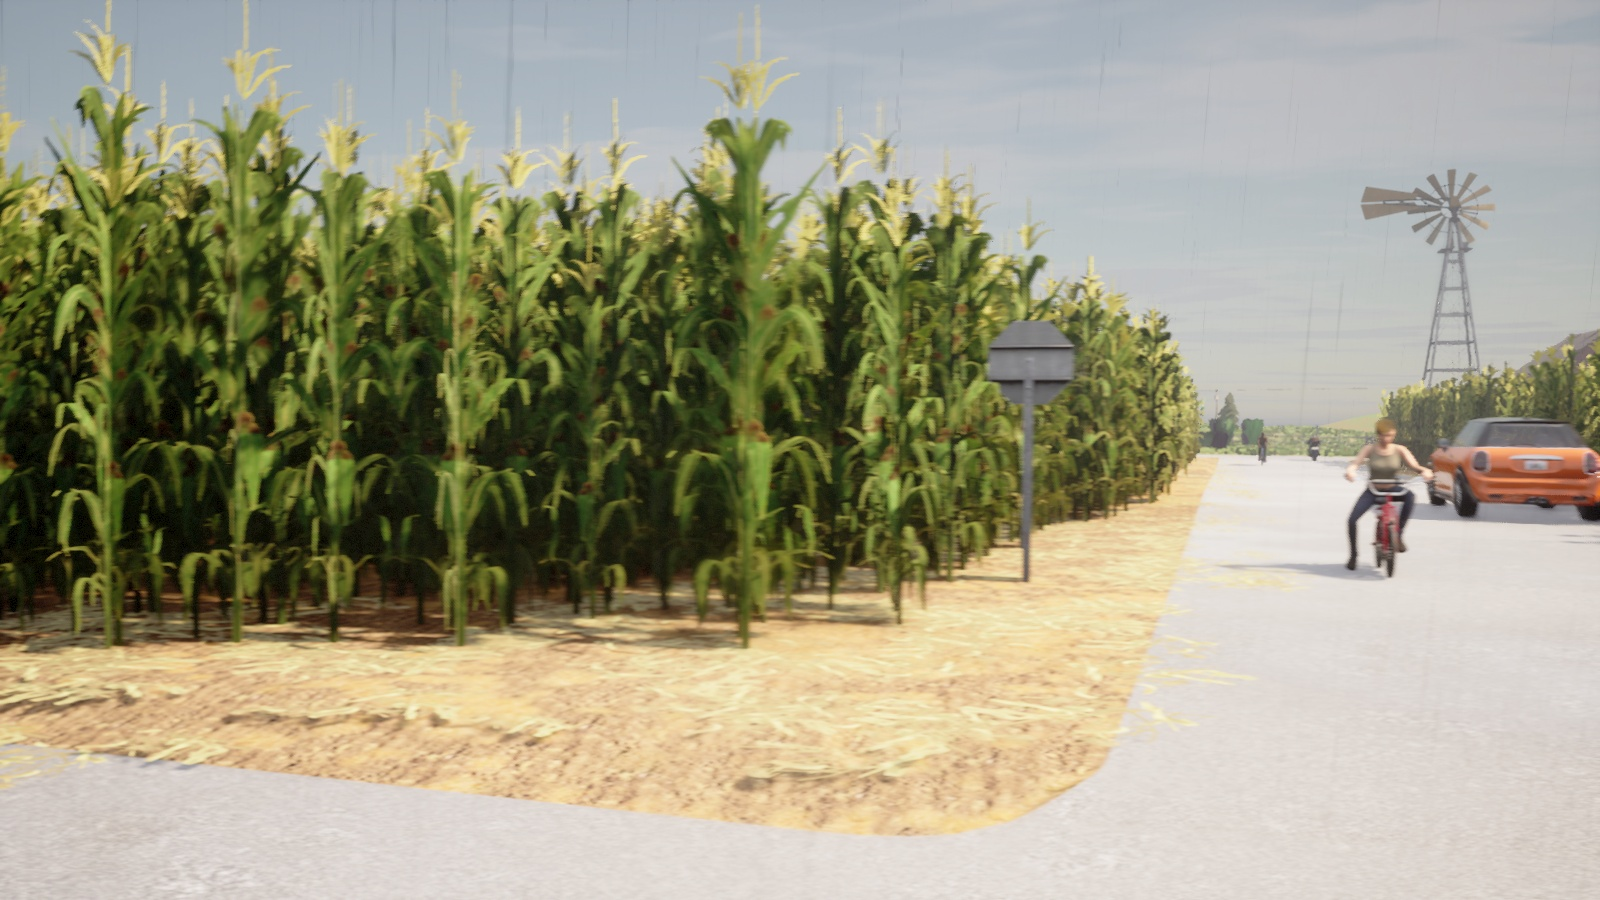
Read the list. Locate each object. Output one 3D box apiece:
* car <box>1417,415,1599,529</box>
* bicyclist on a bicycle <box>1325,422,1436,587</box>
[{"bbox_3d":[12.428,0.290,22.251,2.097,1.767,4.553,1,2,19],"label":"car"},{"bbox_3d":[6.033,0.521,13.140,0.866,1.612,1.509,1,1,19],"label":"bicyclist on a bicycle"}]
